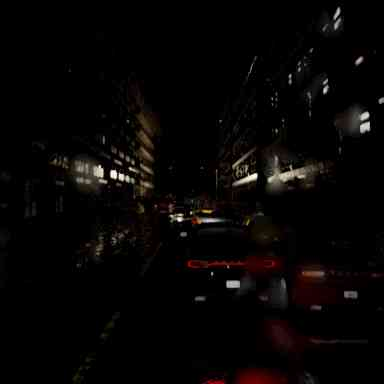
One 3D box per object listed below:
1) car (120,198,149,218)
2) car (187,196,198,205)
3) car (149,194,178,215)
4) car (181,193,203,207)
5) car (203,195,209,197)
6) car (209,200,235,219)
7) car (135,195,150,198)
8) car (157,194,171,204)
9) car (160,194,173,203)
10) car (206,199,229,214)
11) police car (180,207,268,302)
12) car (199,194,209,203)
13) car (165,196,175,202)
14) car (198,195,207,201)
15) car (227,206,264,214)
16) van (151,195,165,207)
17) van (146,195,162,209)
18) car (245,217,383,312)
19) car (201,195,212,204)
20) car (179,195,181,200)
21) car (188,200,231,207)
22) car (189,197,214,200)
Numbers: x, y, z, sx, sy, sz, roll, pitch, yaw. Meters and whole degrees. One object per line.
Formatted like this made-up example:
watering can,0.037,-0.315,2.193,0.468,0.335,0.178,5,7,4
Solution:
car,-5.259,1.504,29.672,1.752,1.417,4.829,2,0,0
car,0.071,1.477,59.043,1.882,1.535,5.008,0,0,0
car,-2.806,1.331,34.148,2.097,1.767,4.553,0,0,0
car,0.059,1.204,44.751,2.150,2.045,5.566,0,0,0
car,2.647,1.534,51.894,1.887,1.381,4.507,1,0,0
car,2.620,1.524,29.770,1.887,1.381,4.507,1,0,0
car,-5.247,1.294,35.374,2.192,1.841,5.009,2,0,0
car,-5.215,1.321,63.025,2.192,1.841,5.009,1,0,0
car,-5.208,1.331,68.555,2.192,1.841,5.009,1,0,0
car,2.627,1.530,35.302,2.008,1.369,4.403,1,0,0
police car,0.720,1.414,8.424,1.930,1.638,5.238,0,0,0
car,2.644,1.342,74.017,2.192,1.841,5.009,1,0,0
car,-5.202,1.606,79.617,1.947,1.339,4.313,1,0,0
car,2.653,1.495,85.080,1.967,1.590,4.097,1,0,0
car,2.602,1.509,13.350,1.752,1.417,4.829,1,0,0
van,-5.229,1.331,51.965,1.690,1.788,3.998,1,0,0
van,-5.234,1.325,46.433,1.690,1.788,3.998,2,0,0
car,2.595,1.535,7.648,1.887,1.381,4.507,1,0,0
car,2.670,1.446,62.955,1.967,1.590,4.097,1,0,0
car,-2.635,1.595,95.572,1.837,1.490,4.892,0,-1,0
car,0.848,1.436,18.511,1.801,1.575,5.366,0,0,0
car,0.855,1.435,24.513,1.801,1.575,5.366,0,0,0
